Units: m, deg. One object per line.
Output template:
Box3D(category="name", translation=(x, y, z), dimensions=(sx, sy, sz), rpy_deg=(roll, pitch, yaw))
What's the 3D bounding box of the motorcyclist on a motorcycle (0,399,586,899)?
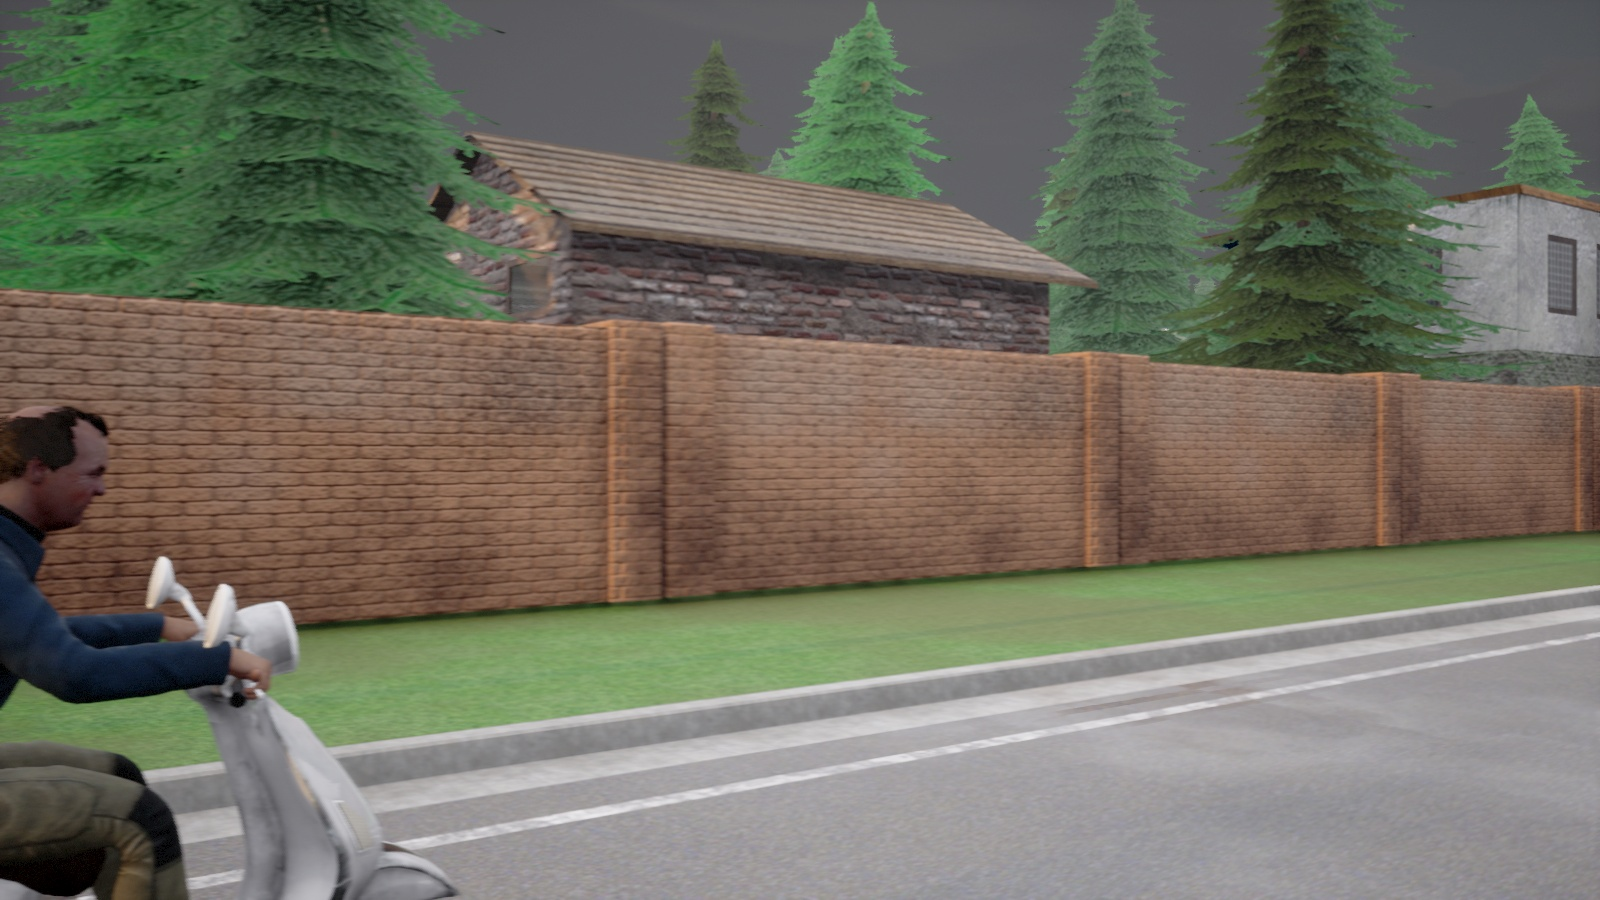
Box3D(category="motorcyclist on a motorcycle", translation=(-1.471, 0.708, 2.635), dimensions=(1.817, 1.590, 0.866), rpy_deg=(0, 0, -35))
